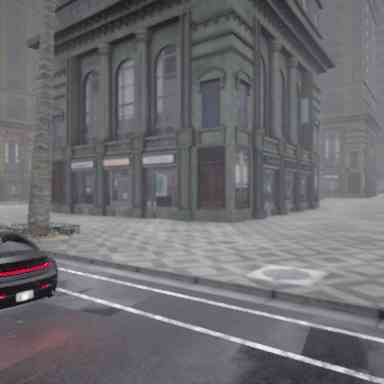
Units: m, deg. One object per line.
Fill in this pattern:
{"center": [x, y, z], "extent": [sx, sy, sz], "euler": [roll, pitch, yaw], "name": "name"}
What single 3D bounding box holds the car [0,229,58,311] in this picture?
{"center": [-4.853, 1.542, 7.145], "extent": [4.892, 1.490, 1.837], "euler": [0, 0, 35], "name": "car"}
